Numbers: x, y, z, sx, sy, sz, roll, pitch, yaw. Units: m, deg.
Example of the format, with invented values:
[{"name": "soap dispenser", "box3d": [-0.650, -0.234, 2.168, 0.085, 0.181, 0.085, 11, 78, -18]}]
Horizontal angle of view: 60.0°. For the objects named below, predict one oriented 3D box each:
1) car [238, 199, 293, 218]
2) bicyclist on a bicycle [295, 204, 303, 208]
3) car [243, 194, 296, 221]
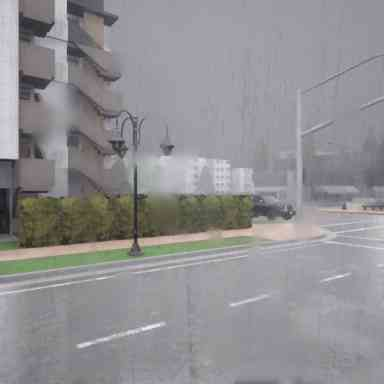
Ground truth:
[{"name": "car", "box3d": [6.882, 1.478, 31.644, 1.882, 1.535, 5.008, 0, 0, -37]}, {"name": "bicyclist on a bicycle", "box3d": [13.423, 1.301, 41.677, 1.656, 1.620, 0.582, 0, 0, -39]}, {"name": "car", "box3d": [5.776, 1.221, 27.326, 2.150, 2.045, 5.566, 0, 0, -38]}]
